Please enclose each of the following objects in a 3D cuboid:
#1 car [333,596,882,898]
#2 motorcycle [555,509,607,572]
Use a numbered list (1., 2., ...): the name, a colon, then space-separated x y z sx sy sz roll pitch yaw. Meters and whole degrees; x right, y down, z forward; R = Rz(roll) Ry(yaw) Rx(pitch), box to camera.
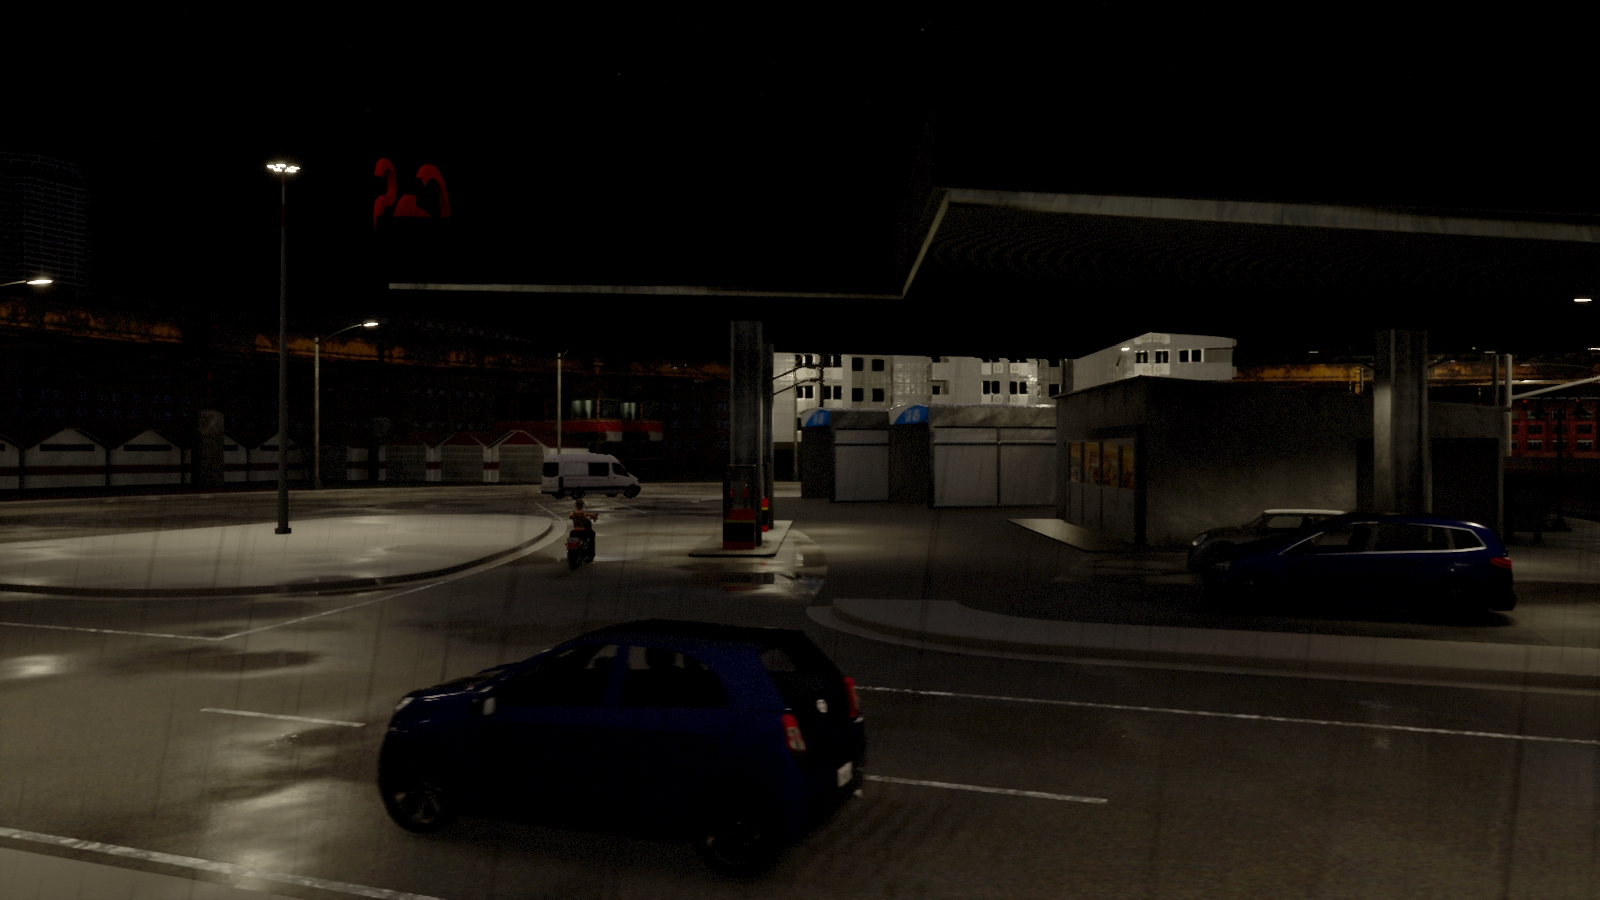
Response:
1. car: -1.386 2.034 8.591 3.633 1.501 1.845 0 0 20
2. motorcycle: -5.227 2.132 27.438 0.764 1.332 2.356 0 0 1
